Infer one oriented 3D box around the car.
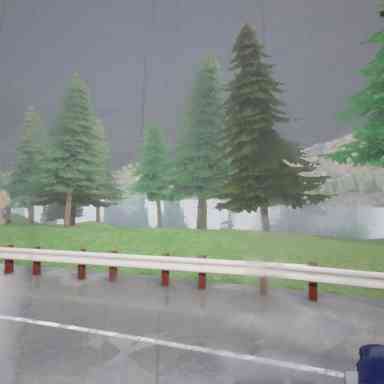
[{"bbox_3d":[3.230,1.601,1.480,4.718,1.301,1.895,0,0,23],"label":"car"}]
